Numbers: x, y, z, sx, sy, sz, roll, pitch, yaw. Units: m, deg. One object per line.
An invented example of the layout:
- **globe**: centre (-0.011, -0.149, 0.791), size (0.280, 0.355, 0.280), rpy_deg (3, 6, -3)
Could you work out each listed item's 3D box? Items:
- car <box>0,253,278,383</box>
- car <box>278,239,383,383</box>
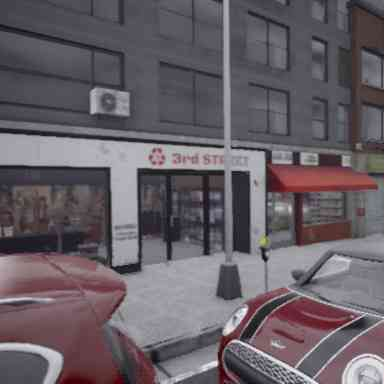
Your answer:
- **car**: centre (-2.347, 1.311, 0.800), size (5.009, 1.841, 2.192), rpy_deg (-1, 0, -35)
- **car**: centre (2.248, 1.383, 3.977), size (4.097, 1.590, 1.967), rpy_deg (-1, 0, -35)
